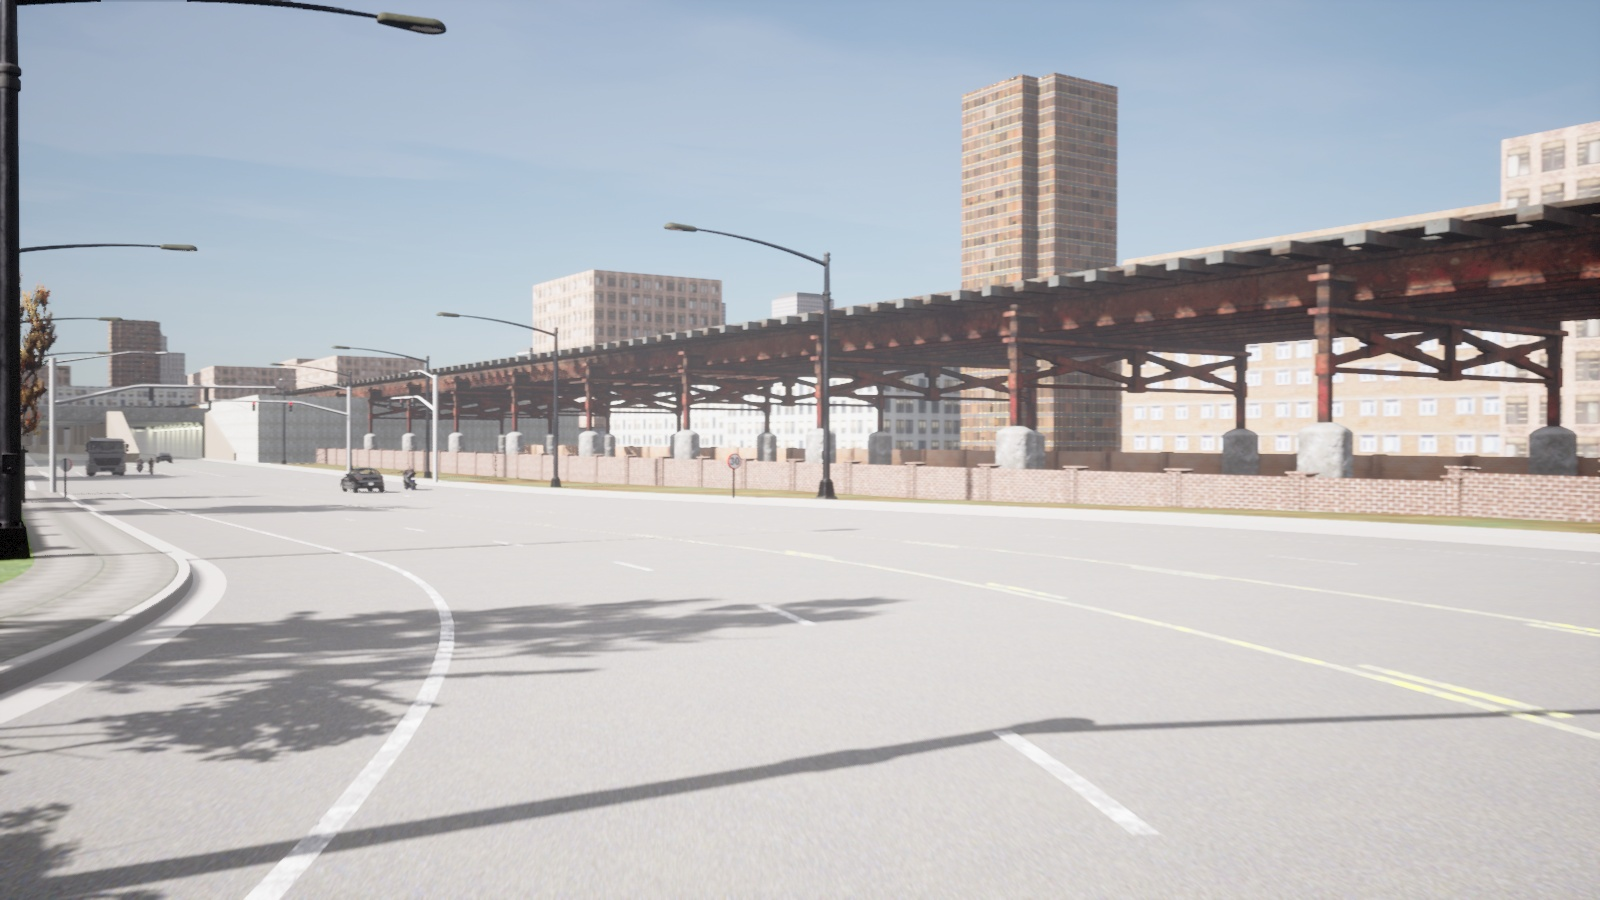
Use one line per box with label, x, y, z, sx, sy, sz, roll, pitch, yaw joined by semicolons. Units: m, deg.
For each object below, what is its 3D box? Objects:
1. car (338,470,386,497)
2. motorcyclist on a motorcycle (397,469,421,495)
car;-26.052;1.975;74.638;1.816;1.474;4.193;-1;0;-32
motorcyclist on a motorcycle;-24.519;1.991;78.770;0.866;1.530;2.191;-1;0;-32
